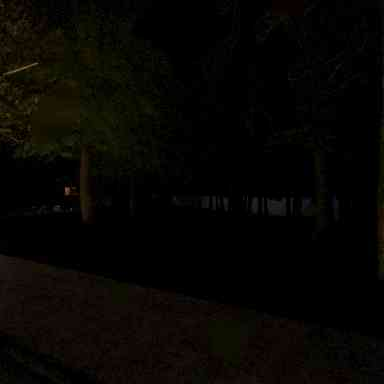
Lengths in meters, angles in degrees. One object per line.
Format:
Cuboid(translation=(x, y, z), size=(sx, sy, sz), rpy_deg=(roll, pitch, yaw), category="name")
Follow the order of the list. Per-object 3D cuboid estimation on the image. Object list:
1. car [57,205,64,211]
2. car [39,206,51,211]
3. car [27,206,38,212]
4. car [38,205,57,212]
Cuboid(translation=(-35.149, 4.236, 87.523), size=(2.128, 1.511, 4.902), rpy_deg=(0, -2, -9), category="car")
Cuboid(translation=(-38.355, 4.273, 86.988), size=(1.994, 1.385, 4.181), rpy_deg=(0, -2, -9), category="car")
Cuboid(translation=(-36.705, 3.910, 77.083), size=(1.837, 1.490, 4.892), rpy_deg=(0, -2, -9), category="car")
Cuboid(translation=(-33.436, 3.884, 77.240), size=(1.837, 1.490, 4.892), rpy_deg=(0, -2, -9), category="car")
